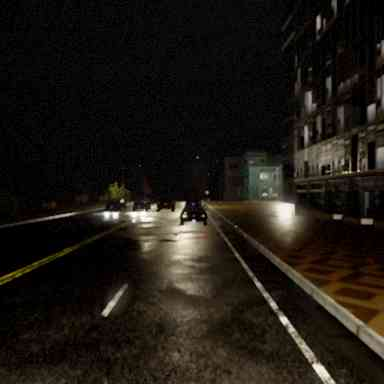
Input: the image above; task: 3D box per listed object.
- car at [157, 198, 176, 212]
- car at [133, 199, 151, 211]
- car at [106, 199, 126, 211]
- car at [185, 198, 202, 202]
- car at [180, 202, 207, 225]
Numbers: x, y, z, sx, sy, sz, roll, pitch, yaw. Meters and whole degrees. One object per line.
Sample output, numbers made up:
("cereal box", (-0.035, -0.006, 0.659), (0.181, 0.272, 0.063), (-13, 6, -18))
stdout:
("car", (-3.107, 1.473, 41.415), (2.097, 1.767, 4.553), (0, 0, 0))
("car", (-6.455, 1.625, 43.107), (2.128, 1.511, 4.902), (0, 0, 0))
("car", (-9.710, 1.619, 42.747), (2.128, 1.511, 4.902), (0, 0, 0))
("car", (0.144, 1.474, 41.533), (2.097, 1.767, 4.553), (0, 0, 0))
("car", (0.126, 1.675, 24.744), (1.895, 1.301, 4.718), (0, 0, 0))
